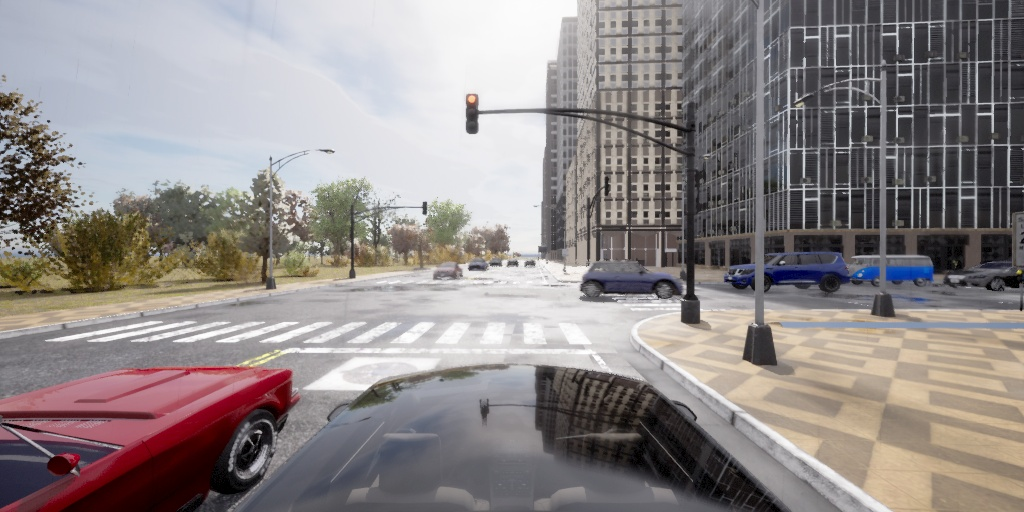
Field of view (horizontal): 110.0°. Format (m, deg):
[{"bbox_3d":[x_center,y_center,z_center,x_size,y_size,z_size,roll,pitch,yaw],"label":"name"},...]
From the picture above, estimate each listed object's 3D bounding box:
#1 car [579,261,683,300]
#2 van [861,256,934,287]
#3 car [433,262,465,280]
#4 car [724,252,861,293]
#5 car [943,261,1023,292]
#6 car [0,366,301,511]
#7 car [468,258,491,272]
[{"bbox_3d":[5.447,1.022,16.757,4.553,1.767,2.097,0,0,14],"label":"car"},{"bbox_3d":[22.094,0.856,21.119,3.998,1.789,1.690,0,0,4],"label":"van"},{"bbox_3d":[-5.447,1.271,31.155,1.812,1.442,4.674,0,0,3],"label":"car"},{"bbox_3d":[14.382,0.810,18.926,5.566,2.045,2.150,0,0,4],"label":"car"},{"bbox_3d":[25.123,0.990,18.190,4.902,1.511,2.128,-1,0,4],"label":"car"},{"bbox_3d":[-3.117,1.351,1.574,1.895,1.301,4.718,0,0,0],"label":"car"},{"bbox_3d":[-4.463,1.099,47.349,2.097,1.767,4.553,0,0,3],"label":"car"}]
